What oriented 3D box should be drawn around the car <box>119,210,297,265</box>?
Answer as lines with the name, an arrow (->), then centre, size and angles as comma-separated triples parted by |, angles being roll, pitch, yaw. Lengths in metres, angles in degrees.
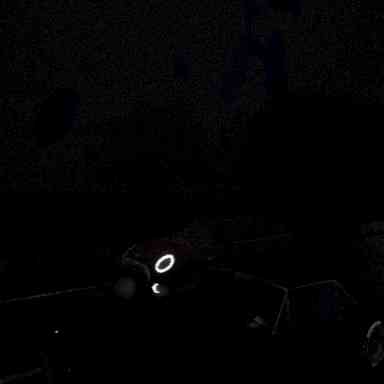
car -> 0.557, 1.360, 8.046 | 4.553, 1.767, 2.097 | 0, 0, -35

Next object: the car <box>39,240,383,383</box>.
car -> 0.726, 1.605, 4.187 | 4.718, 1.301, 1.895 | 0, 0, -35
